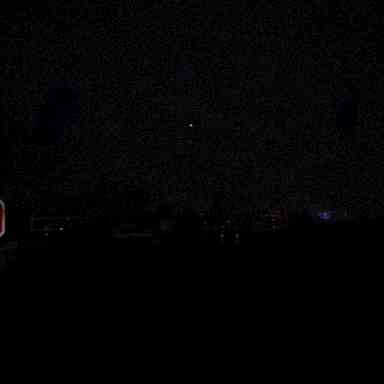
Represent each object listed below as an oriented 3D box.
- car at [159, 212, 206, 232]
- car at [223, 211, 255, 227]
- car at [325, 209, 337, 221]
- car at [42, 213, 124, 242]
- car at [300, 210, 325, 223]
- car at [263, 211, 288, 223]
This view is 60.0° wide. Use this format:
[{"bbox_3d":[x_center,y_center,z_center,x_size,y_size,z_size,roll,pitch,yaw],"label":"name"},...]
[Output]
[{"bbox_3d":[-0.693,2.402,27.365,2.128,1.511,4.902,0,-2,35],"label":"car"},{"bbox_3d":[5.097,2.822,35.484,1.837,1.490,4.892,0,-2,36],"label":"car"},{"bbox_3d":[22.338,3.757,54.656,2.097,1.767,4.553,0,-2,37],"label":"car"},{"bbox_3d":[-6.253,2.023,19.620,2.128,1.511,4.902,0,-2,37],"label":"car"},{"bbox_3d":[16.565,3.469,46.531,2.128,1.511,4.902,0,-2,36],"label":"car"},{"bbox_3d":[10.958,3.217,43.669,1.882,1.535,5.008,0,-2,36],"label":"car"}]
